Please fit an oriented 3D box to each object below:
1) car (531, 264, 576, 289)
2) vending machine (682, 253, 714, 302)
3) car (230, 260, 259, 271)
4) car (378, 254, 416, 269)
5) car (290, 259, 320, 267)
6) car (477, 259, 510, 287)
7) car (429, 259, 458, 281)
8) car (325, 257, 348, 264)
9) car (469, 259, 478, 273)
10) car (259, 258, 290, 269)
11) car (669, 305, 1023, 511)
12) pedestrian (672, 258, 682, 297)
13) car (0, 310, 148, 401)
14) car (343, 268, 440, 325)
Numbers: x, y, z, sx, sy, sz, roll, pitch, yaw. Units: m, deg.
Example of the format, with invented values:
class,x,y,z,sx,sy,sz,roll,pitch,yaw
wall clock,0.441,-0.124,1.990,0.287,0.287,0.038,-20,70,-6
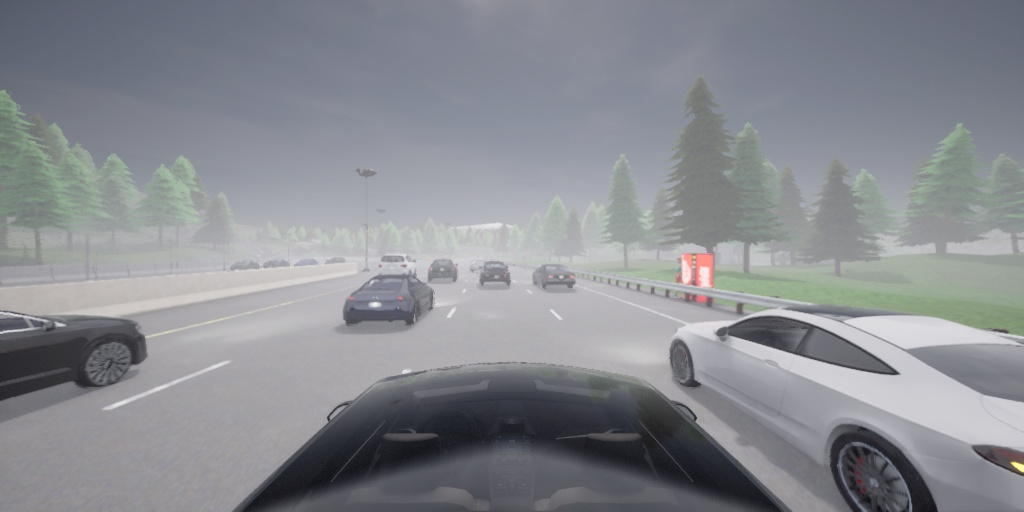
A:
class,x,y,z,sx,sy,sz,roll,pitch,yaw
car,2.457,1.191,22.208,2.033,1.411,5.357,0,0,-6
vending machine,8.003,0.863,15.505,1.100,2.100,0.880,0,0,-4
car,-33.533,1.191,45.218,1.994,1.385,4.181,0,0,-14
car,-8.798,0.856,27.780,2.150,2.045,5.566,0,0,-8
car,-26.746,1.075,46.928,1.882,1.535,5.008,0,0,-14
car,-1.171,1.085,23.521,1.812,1.442,4.674,0,0,-6
car,-5.300,0.980,27.910,2.097,1.767,4.553,0,0,-7
car,-23.359,0.952,47.811,2.097,1.767,4.553,0,0,-14
car,-3.717,1.005,40.354,1.812,1.442,4.674,0,0,-11
car,-30.140,0.938,46.072,1.994,1.385,4.181,0,0,-14
car,3.479,1.259,3.900,1.812,1.442,4.674,0,0,-1
pedestrian,7.606,0.959,16.215,0.375,1.860,0.375,0,0,-4
car,-7.005,1.242,3.966,2.128,1.511,4.902,0,0,-1
car,-3.778,1.271,11.653,1.994,1.385,4.181,0,0,-3
